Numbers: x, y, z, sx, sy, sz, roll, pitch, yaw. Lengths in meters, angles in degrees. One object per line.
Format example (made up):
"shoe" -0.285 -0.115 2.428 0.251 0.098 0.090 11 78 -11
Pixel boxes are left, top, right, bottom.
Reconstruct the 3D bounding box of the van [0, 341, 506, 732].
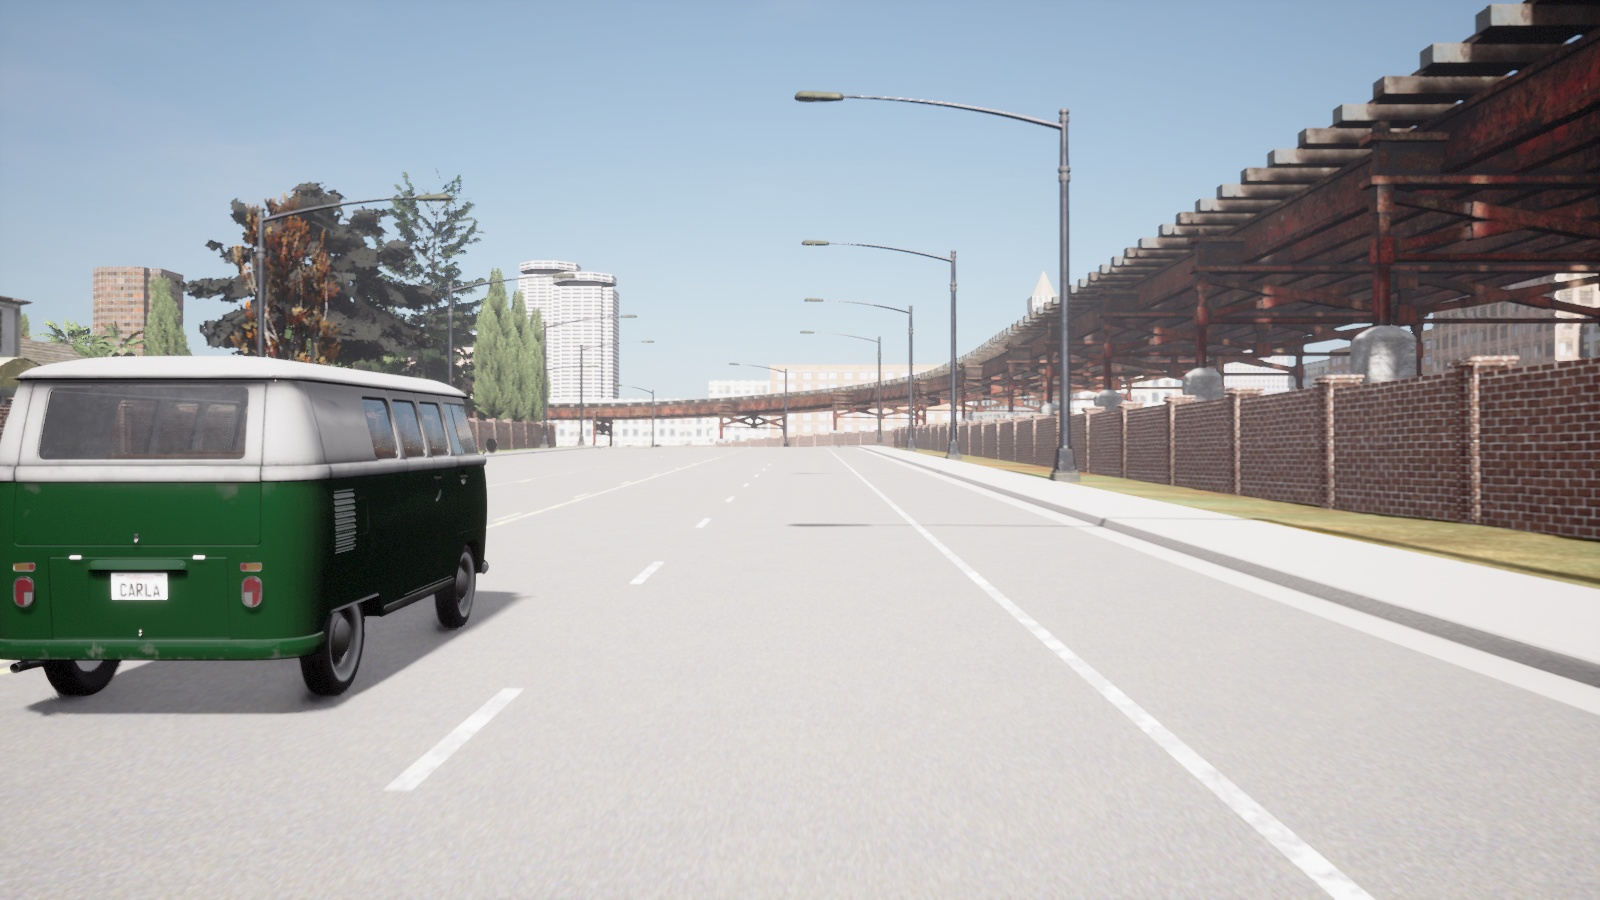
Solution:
"van" -3.434 0.413 8.615 1.775 1.987 4.442 0 1 0
